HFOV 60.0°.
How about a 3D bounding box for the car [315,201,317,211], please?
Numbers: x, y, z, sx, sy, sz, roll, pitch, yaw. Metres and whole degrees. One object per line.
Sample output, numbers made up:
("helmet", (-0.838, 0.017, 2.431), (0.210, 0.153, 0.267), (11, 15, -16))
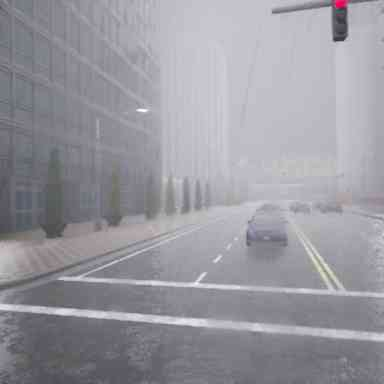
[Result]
("car", (19.626, 2.074, 50.632), (1.837, 1.490, 4.892), (-1, -1, 14))

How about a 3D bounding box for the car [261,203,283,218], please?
("car", (8.768, 1.983, 36.471), (2.128, 1.511, 4.902), (-1, -1, 14))

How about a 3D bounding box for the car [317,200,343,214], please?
("car", (17.505, 1.814, 41.973), (2.097, 1.767, 4.553), (-1, -1, 15))

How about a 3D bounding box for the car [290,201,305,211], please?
("car", (16.232, 2.192, 51.483), (1.994, 1.385, 4.181), (-1, -1, 14))

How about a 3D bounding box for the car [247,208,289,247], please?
("car", (3.791, 1.773, 16.637), (1.812, 1.442, 4.674), (-1, -1, 14))

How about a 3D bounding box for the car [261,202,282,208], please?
("car", (6.246, 1.721, 26.481), (2.097, 1.767, 4.553), (-1, -1, 14))

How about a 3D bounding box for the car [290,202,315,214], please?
("car", (14.111, 2.012, 42.820), (2.128, 1.511, 4.902), (-1, -1, 15))
